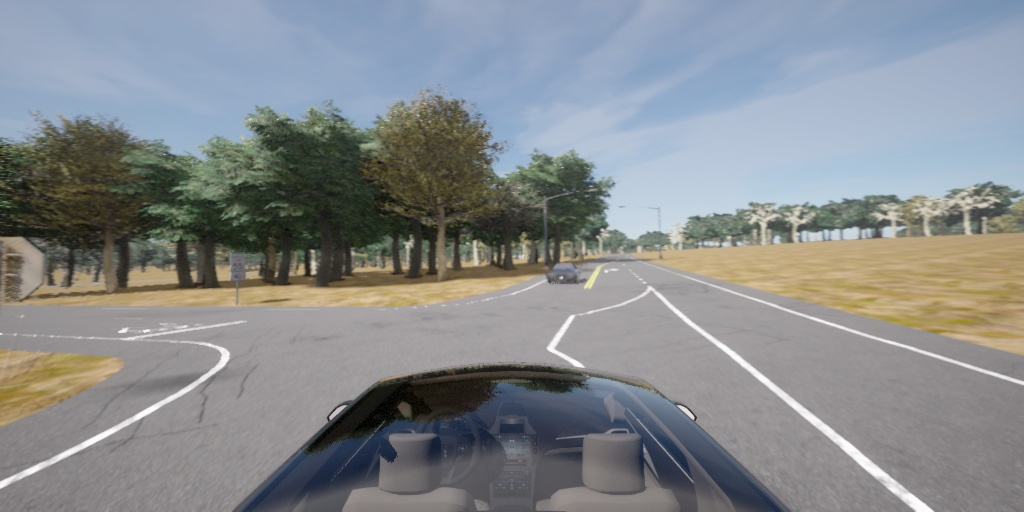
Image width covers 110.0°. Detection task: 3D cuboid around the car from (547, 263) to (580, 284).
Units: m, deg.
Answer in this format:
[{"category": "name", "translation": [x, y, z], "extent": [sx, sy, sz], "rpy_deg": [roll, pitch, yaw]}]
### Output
[{"category": "car", "translation": [3.701, 1.190, 25.219], "extent": [1.994, 1.385, 4.181], "rpy_deg": [-1, 0, 15]}]
